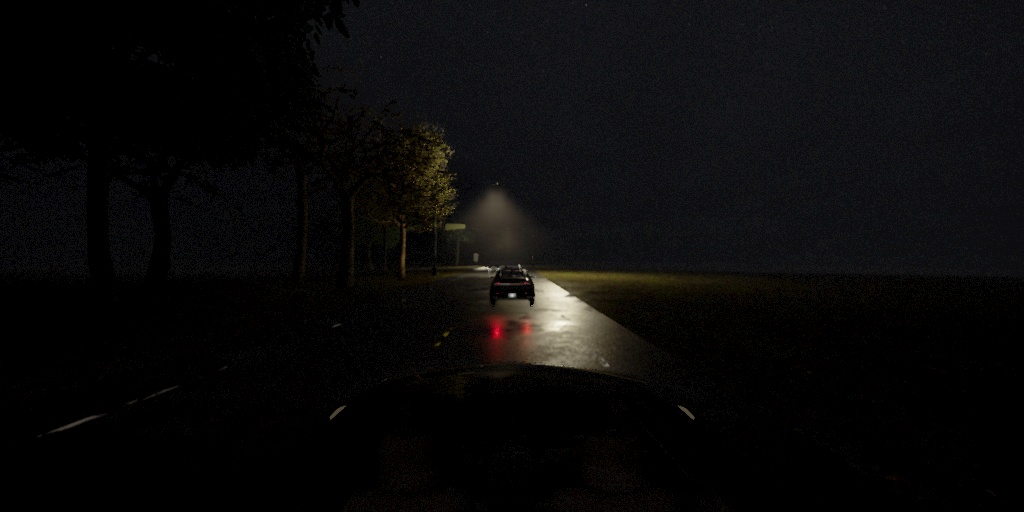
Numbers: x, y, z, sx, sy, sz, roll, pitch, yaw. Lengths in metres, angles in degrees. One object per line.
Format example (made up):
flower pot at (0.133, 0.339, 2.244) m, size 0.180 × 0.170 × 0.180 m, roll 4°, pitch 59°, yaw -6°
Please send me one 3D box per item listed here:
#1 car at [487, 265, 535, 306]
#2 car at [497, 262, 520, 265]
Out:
car at (0.018, 1.320, 16.103) m, size 2.128 × 1.511 × 4.902 m, roll -1°, pitch -1°, yaw 0°
car at (0.062, 1.419, 31.098) m, size 2.128 × 1.511 × 4.902 m, roll 0°, pitch 0°, yaw 0°
